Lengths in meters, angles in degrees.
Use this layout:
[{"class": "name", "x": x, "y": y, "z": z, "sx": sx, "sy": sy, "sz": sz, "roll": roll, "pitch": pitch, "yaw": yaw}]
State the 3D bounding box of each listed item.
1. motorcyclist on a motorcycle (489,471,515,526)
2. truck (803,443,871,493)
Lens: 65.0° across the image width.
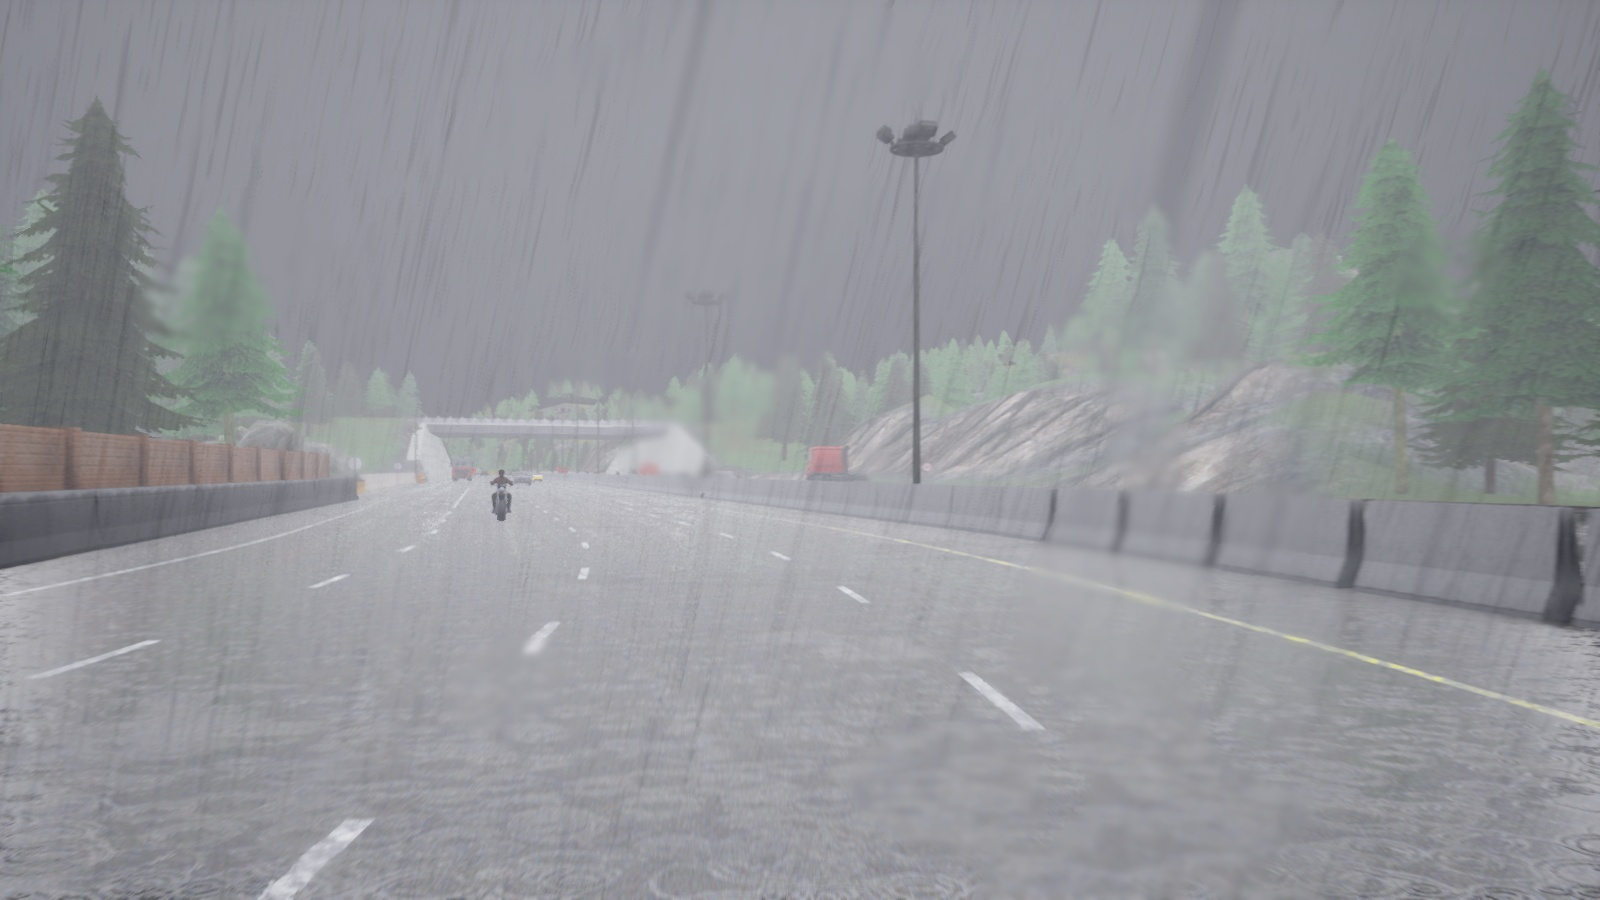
[{"class": "motorcyclist on a motorcycle", "x": -9.284, "y": 1.477, "z": 39.069, "sx": 0.766, "sy": 1.649, "sz": 2.350, "roll": 0, "pitch": -1, "yaw": -14}, {"class": "truck", "x": 2.589, "y": 1.346, "z": 91.745, "sx": 2.891, "sy": 3.462, "sz": 7.936, "roll": 0, "pitch": -1, "yaw": -14}]
